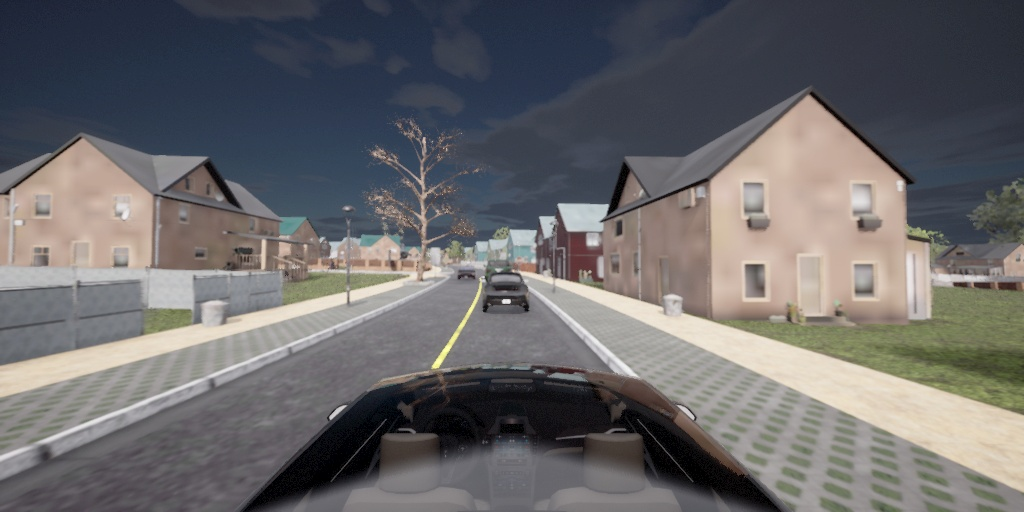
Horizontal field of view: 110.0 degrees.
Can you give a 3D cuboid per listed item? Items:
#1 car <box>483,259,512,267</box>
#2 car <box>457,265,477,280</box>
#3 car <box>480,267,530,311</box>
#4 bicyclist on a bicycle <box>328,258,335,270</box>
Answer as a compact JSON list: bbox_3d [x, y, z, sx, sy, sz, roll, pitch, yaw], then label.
[{"bbox_3d":[-1.171,1.281,29.561,2.150,2.045,5.566,0,0,-5],"label":"car"},{"bbox_3d":[-4.661,1.684,37.212,2.033,1.411,5.357,0,-1,-5],"label":"car"},{"bbox_3d":[-0.297,1.408,15.416,1.837,1.490,4.892,0,0,-2],"label":"car"},{"bbox_3d":[-24.630,1.126,49.035,0.582,1.620,1.656,1,-1,4],"label":"bicyclist on a bicycle"}]
